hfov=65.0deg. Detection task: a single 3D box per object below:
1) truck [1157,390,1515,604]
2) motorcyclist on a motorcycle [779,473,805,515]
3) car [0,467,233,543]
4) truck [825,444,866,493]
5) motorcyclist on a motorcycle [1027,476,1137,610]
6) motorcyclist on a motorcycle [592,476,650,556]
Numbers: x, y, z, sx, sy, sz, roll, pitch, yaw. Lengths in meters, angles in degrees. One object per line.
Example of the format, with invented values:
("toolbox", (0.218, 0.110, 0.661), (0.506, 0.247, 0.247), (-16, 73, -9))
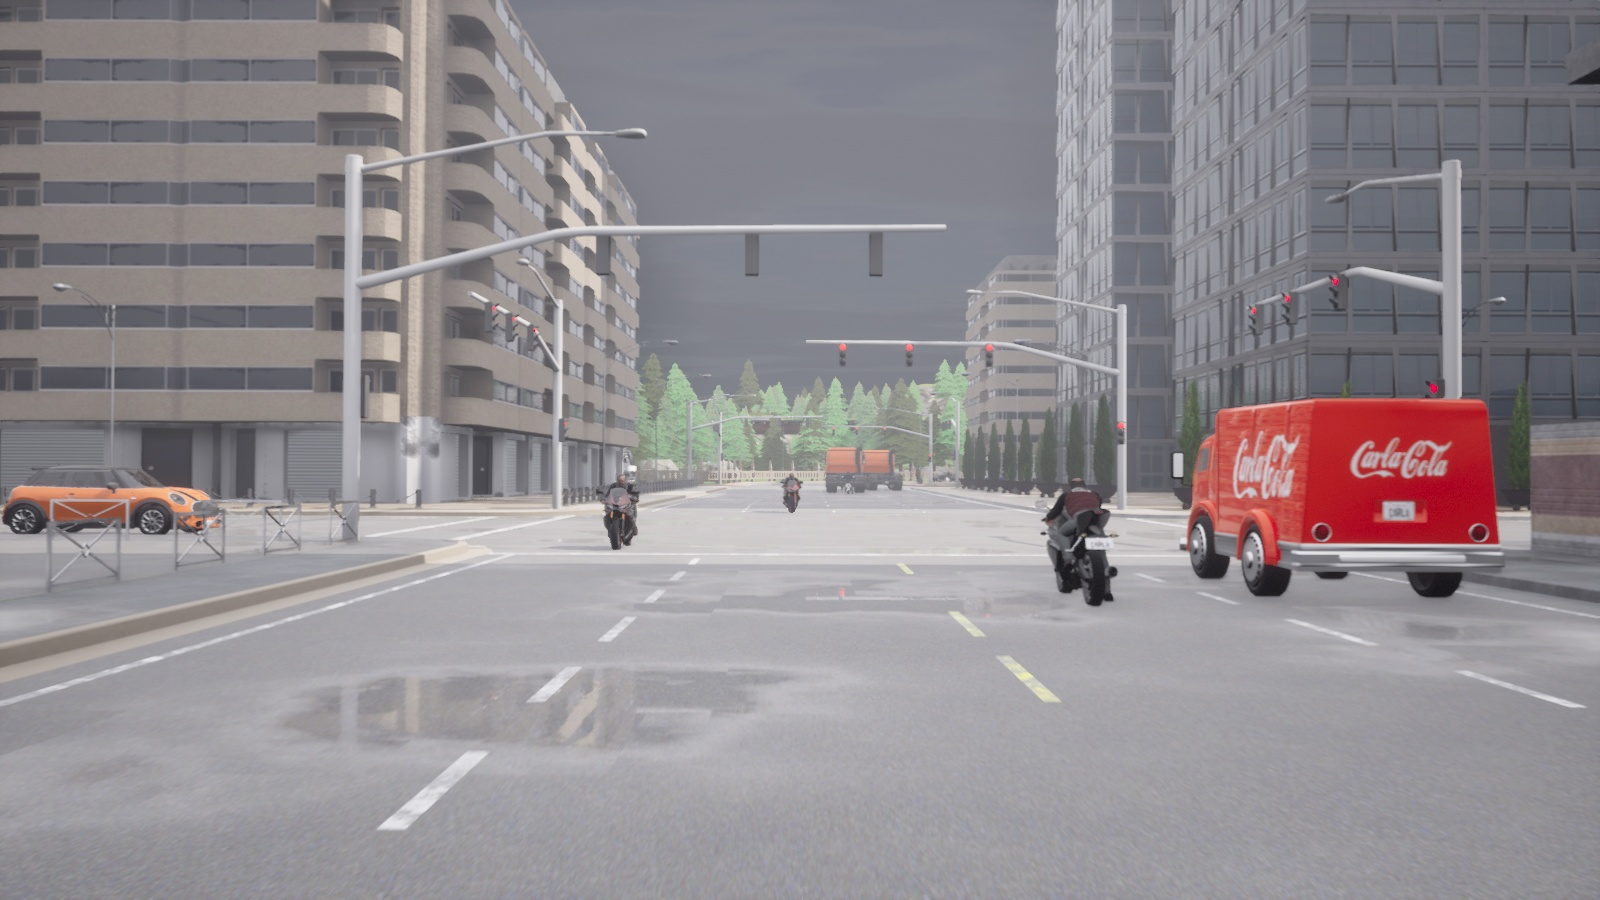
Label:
("truck", (6.956, 0.588, 17.173), (2.627, 2.467, 5.204), (0, -1, 0))
("motorcyclist on a motorcycle", (-0.307, 1.649, 47.362), (0.866, 1.530, 2.191), (0, -1, -4))
("car", (-16.523, 1.306, 30.514), (4.553, 1.767, 2.097), (0, -1, 0))
("truck", (3.374, 1.400, 94.407), (2.891, 3.462, 7.936), (0, -1, 1))
("motorcyclist on a motorcycle", (3.461, 1.097, 15.629), (0.866, 1.530, 2.191), (0, -1, 0))
("motorcyclist on a motorcycle", (-3.573, 1.292, 25.245), (0.866, 1.530, 2.191), (0, -1, 0))
